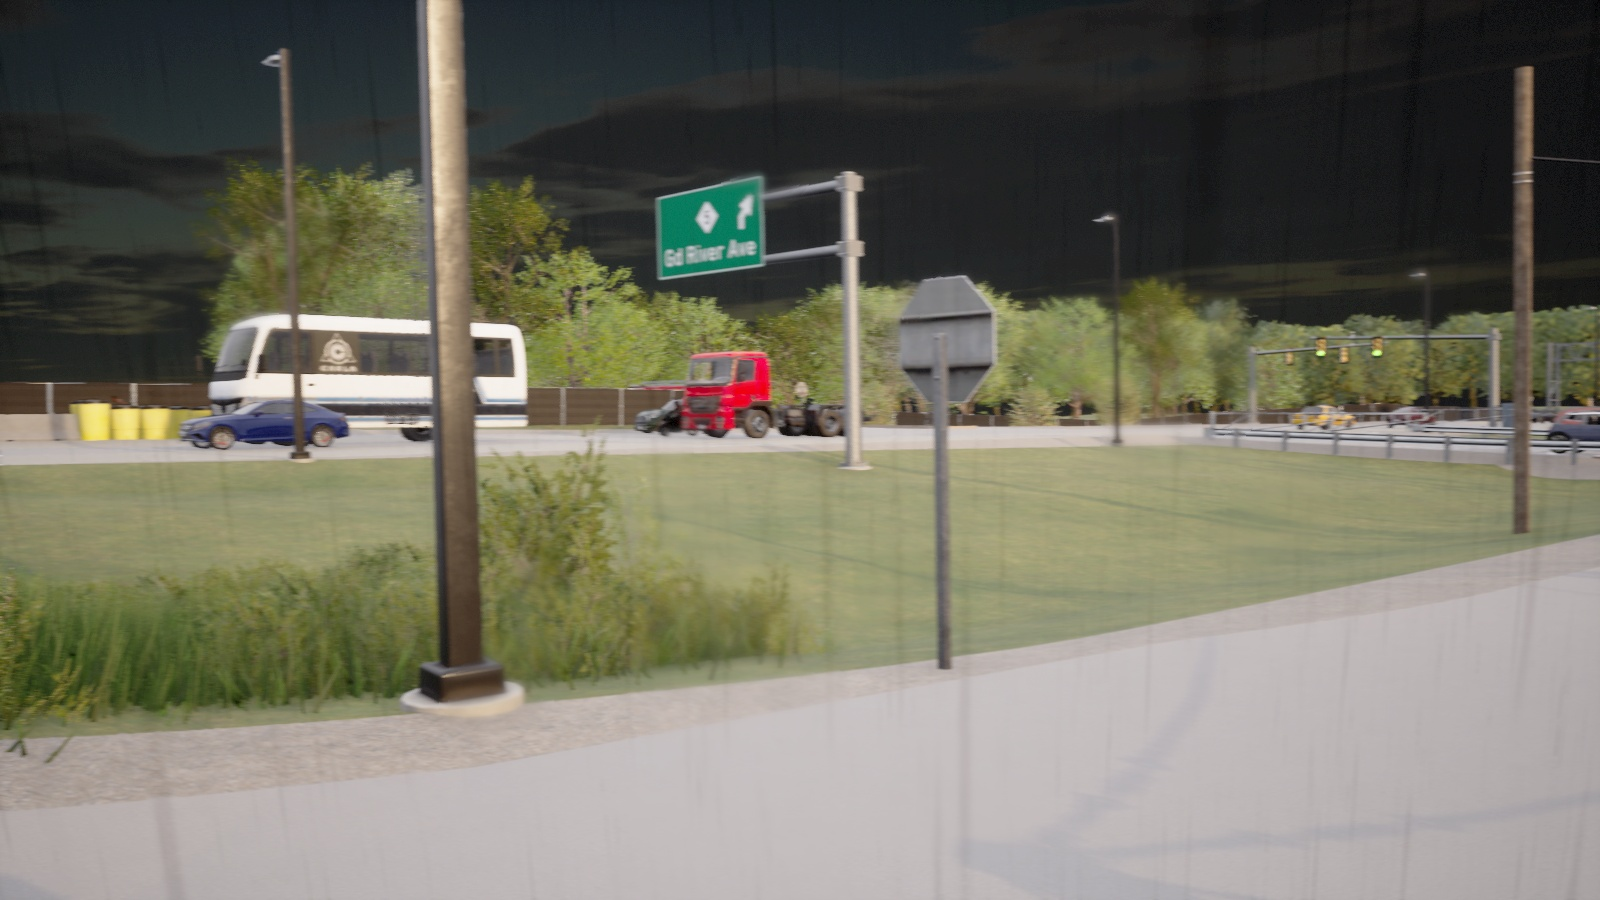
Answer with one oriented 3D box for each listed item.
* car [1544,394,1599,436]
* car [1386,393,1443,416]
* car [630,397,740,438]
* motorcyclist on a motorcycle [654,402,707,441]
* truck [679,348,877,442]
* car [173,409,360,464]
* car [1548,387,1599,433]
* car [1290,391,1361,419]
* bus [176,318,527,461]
[{"bbox_3d":[28.507,-1.241,43.915,1.970,1.475,3.806,-3,2,-39],"label":"car"},{"bbox_3d":[41.026,-3.052,83.804,4.674,1.442,1.812,-3,2,-42],"label":"car"},{"bbox_3d":[-5.289,-1.490,57.725,4.553,1.767,2.097,-2,2,-33],"label":"car"},{"bbox_3d":[-4.879,-1.163,51.405,2.044,1.523,0.797,-3,2,-42],"label":"motorcyclist on a motorcycle"},{"bbox_3d":[-0.748,-2.204,50.430,7.936,3.462,2.891,-3,2,-42],"label":"truck"},{"bbox_3d":[-15.592,-0.421,36.896,4.674,1.442,1.812,-3,2,-42],"label":"car"},{"bbox_3d":[30.854,-1.529,46.879,2.242,1.667,4.611,-3,3,-44],"label":"car"},{"bbox_3d":[31.444,-2.681,75.064,5.366,1.575,1.801,-3,2,-42],"label":"car"},{"bbox_3d":[-14.818,-2.003,42.331,10.273,4.253,3.944,-3,2,-42],"label":"bus"}]
